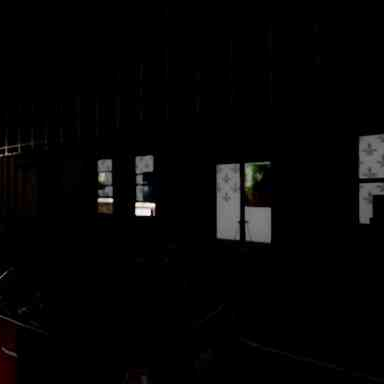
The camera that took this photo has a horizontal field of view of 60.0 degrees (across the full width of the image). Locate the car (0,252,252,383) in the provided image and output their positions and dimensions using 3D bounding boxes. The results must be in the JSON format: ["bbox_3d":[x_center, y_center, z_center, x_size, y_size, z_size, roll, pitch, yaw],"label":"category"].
[{"bbox_3d":[-1.482,1.456,3.934,4.097,1.590,1.967,0,0,36],"label":"car"}]
